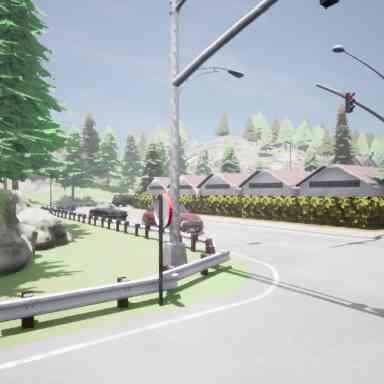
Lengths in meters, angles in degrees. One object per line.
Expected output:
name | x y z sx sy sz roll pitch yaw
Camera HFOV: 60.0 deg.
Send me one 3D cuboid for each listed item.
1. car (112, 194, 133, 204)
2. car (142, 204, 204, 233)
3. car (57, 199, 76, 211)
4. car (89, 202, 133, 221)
car | -10.431 1.398 54.080 2.150 2.045 5.566 0 0 37
car | -1.265 1.544 20.349 2.097 1.767 4.553 0 0 -35
car | -16.097 1.691 42.780 1.837 1.490 4.892 -2 0 -17
car | -7.253 1.792 28.852 1.895 1.301 4.718 0 0 -35
